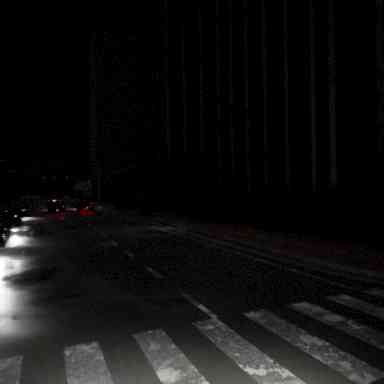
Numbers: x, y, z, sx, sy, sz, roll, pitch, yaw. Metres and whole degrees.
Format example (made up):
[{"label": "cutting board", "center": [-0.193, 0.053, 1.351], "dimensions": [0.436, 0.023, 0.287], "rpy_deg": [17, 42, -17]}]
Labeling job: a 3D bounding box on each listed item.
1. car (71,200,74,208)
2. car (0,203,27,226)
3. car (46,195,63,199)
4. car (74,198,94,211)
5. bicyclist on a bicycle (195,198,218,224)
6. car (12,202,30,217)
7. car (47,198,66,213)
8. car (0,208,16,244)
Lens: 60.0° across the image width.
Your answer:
[{"label": "car", "center": [-17.449, 1.659, 51.173], "dimensions": [1.812, 1.442, 4.674], "rpy_deg": [-1, 0, -24]}, {"label": "car", "center": [-13.470, 1.736, 24.290], "dimensions": [1.895, 1.301, 4.718], "rpy_deg": [-1, 0, -24]}, {"label": "car", "center": [-20.852, 1.412, 50.433], "dimensions": [2.150, 2.045, 5.566], "rpy_deg": [-1, 0, -23]}, {"label": "car", "center": [-13.709, 1.598, 42.731], "dimensions": [1.837, 1.490, 4.892], "rpy_deg": [-1, 0, -23]}, {"label": "bicyclist on a bicycle", "center": [0.933, 1.209, 21.214], "dimensions": [1.656, 1.620, 0.582], "rpy_deg": [-1, 0, -24]}, {"label": "car", "center": [-17.440, 1.703, 33.447], "dimensions": [1.812, 1.442, 4.674], "rpy_deg": [-1, 0, -23]}, {"label": "car", "center": [-16.060, 1.741, 39.483], "dimensions": [1.895, 1.301, 4.718], "rpy_deg": [-1, 0, -24]}, {"label": "car", "center": [-9.825, 1.698, 15.921], "dimensions": [1.895, 1.301, 4.718], "rpy_deg": [-1, 0, -23]}]
